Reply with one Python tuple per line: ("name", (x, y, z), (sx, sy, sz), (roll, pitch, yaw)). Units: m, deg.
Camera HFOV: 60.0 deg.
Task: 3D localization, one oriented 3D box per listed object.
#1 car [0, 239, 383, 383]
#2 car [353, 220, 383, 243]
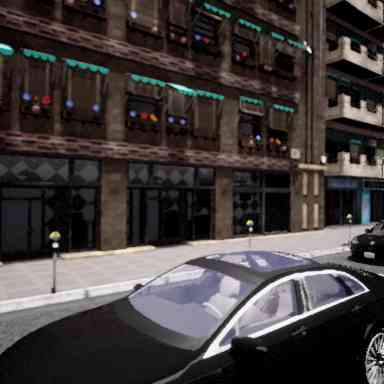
("car", (0.485, 1.509, 3.726), (4.902, 1.511, 2.128), (1, 0, -36))
("car", (7.441, 1.659, 11.877), (4.313, 1.339, 1.947), (1, 0, -36))
